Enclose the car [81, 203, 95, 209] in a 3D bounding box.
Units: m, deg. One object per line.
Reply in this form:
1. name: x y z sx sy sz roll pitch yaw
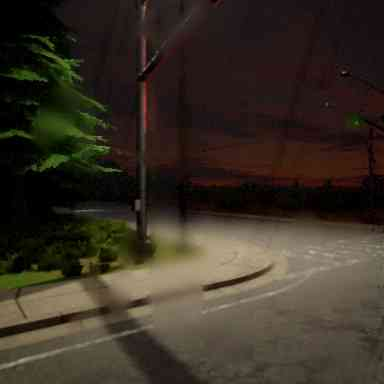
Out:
1. car: -13.711 1.519 41.737 1.994 1.385 4.181 0 0 -34
